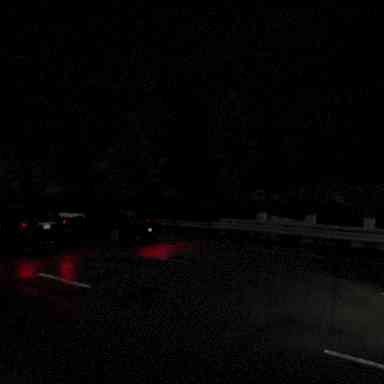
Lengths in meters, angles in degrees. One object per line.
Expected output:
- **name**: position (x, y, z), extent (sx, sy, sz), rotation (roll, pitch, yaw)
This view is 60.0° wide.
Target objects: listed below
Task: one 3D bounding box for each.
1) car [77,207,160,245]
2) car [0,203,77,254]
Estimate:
- **car**: position (-3.757, 1.406, 15.272), extent (5.008, 1.535, 1.882), rotation (0, 0, 35)
- **car**: position (-6.987, 1.272, 13.278), extent (4.553, 1.767, 2.097), rotation (0, 0, 36)
